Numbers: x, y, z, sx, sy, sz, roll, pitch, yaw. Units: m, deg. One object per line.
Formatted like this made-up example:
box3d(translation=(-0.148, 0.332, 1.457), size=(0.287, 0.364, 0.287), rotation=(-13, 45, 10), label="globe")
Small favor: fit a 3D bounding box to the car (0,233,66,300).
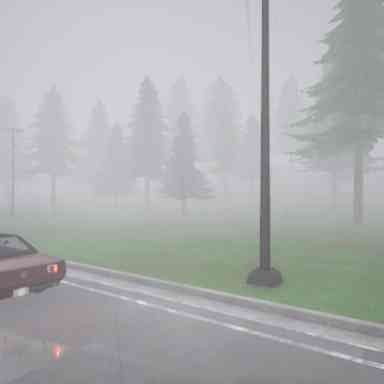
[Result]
box3d(translation=(-5.020, 1.588, 7.537), size=(4.718, 1.301, 1.895), rotation=(0, 0, 35), label="car")
